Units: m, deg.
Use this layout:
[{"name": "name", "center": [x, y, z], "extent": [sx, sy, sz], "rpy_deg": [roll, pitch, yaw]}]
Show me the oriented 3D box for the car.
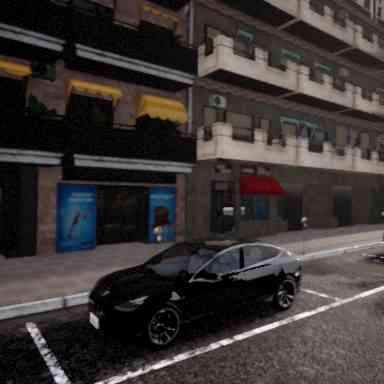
[{"name": "car", "center": [0.298, 1.575, 6.299], "extent": [4.313, 1.339, 1.947], "rpy_deg": [0, 1, -35]}]
